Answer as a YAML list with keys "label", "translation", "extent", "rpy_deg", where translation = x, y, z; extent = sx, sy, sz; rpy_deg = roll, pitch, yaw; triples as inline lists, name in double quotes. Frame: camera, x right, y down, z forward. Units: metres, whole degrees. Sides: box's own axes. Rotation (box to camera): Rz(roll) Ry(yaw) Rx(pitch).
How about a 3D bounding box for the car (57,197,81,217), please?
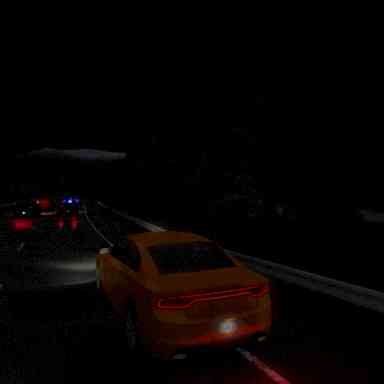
- label: "car"
  translation: [-11.732, 1.491, 31.576]
  extent: [2.128, 1.511, 4.902]
  rpy_deg: [0, 0, -19]

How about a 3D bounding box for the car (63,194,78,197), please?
- label: "car"
  translation: [-15.105, 1.221, 41.494]
  extent: [2.150, 2.045, 5.566]
  rpy_deg: [0, 0, -18]

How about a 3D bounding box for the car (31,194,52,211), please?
- label: "car"
  translation: [-18.278, 1.221, 40.121]
  extent: [2.150, 2.045, 5.566]
  rpy_deg: [0, 0, -19]

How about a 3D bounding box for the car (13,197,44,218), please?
- label: "car"
  translation: [-14.914, 1.505, 30.203]
  extent: [1.837, 1.490, 4.892]
  rpy_deg: [0, 0, -19]

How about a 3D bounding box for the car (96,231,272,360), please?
- label: "car"
  translation: [-0.584, 1.478, 6.283]
  extent: [1.882, 1.535, 5.008]
  rpy_deg: [0, 0, -24]
